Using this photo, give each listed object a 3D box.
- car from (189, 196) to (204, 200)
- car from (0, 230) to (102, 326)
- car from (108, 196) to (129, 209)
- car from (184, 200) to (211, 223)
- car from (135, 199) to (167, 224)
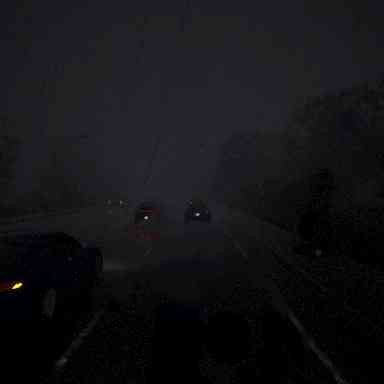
[{"bbox_3d":[0.682,1.339,42.010,2.097,1.767,4.553,0,0,1],"label":"car"},{"bbox_3d":[-3.320,1.521,6.958,1.812,1.442,4.674,0,0,1],"label":"car"},{"bbox_3d":[-9.951,1.329,45.279,2.097,1.767,4.553,0,0,1],"label":"car"},{"bbox_3d":[0.432,1.555,25.472,1.994,1.385,4.181,0,0,1],"label":"car"},{"bbox_3d":[-3.072,1.495,25.005,1.837,1.490,4.892,0,0,1],"label":"car"}]
